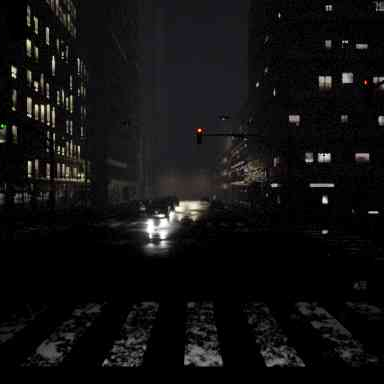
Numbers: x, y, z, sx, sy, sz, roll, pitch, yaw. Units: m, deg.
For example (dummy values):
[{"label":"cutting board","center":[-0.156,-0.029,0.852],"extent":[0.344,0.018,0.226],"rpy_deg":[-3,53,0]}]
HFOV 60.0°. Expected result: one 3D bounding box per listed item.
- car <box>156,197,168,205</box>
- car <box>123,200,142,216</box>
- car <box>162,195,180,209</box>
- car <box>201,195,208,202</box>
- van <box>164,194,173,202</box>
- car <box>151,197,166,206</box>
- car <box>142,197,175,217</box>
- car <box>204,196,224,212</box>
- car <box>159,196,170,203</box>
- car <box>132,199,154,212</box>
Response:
[{"label":"car","center":[-5.557,1.564,61.270],"extent":[1.802,1.307,4.206],"rpy_deg":[-1,0,0]},{"label":"car","center":[-5.626,1.515,32.828],"extent":[1.752,1.417,4.829],"rpy_deg":[-1,0,0]},{"label":"car","center":[-2.999,1.479,40.463],"extent":[2.128,1.511,4.902],"rpy_deg":[0,0,0]},{"label":"car","center":[2.848,1.420,72.560],"extent":[1.967,1.590,4.097],"rpy_deg":[-1,0,0]},{"label":"van","center":[-5.520,1.320,78.234],"extent":[1.690,1.788,3.998],"rpy_deg":[-1,0,0]},{"label":"car","center":[-5.571,1.529,55.615],"extent":[1.887,1.381,4.507],"rpy_deg":[-1,0,0]},{"label":"car","center":[-3.028,1.481,30.978],"extent":[2.128,1.511,4.902],"rpy_deg":[0,0,0]},{"label":"car","center":[2.768,1.539,38.632],"extent":[2.008,1.369,4.403],"rpy_deg":[-1,0,0]},{"label":"car","center":[-5.544,1.526,66.925],"extent":[1.887,1.381,4.507],"rpy_deg":[-1,0,0]},{"label":"car","center":[-5.612,1.554,38.652],"extent":[1.947,1.339,4.313],"rpy_deg":[-1,0,0]}]
